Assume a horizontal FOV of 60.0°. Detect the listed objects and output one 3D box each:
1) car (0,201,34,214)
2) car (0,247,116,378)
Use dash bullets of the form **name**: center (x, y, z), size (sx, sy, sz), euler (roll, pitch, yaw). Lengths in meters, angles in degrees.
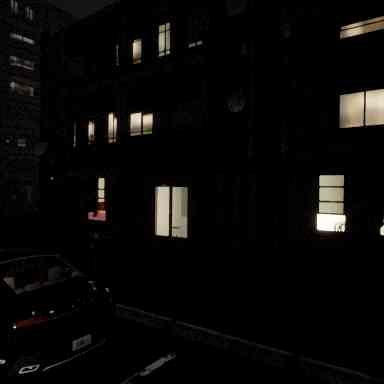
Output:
- **car**: center (-19.731, 1.698, 36.635), size (1.994, 1.385, 4.181), euler (1, 0, 36)
- **car**: center (-3.084, 1.549, 5.215), size (4.403, 1.369, 2.008), euler (0, 1, 36)
